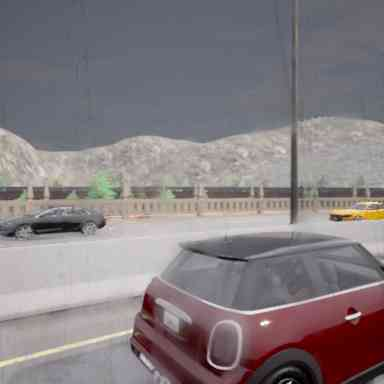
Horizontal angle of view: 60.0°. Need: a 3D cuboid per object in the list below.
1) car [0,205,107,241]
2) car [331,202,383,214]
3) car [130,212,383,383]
[{"bbox_3d":[-6.624,1.414,16.139,4.902,1.511,2.128,0,0,-33],"label":"car"},{"bbox_3d":[11.269,1.404,21.715,5.008,1.535,1.882,0,0,-22],"label":"car"},{"bbox_3d":[1.570,1.334,4.547,4.553,1.767,2.097,0,0,-33],"label":"car"}]
